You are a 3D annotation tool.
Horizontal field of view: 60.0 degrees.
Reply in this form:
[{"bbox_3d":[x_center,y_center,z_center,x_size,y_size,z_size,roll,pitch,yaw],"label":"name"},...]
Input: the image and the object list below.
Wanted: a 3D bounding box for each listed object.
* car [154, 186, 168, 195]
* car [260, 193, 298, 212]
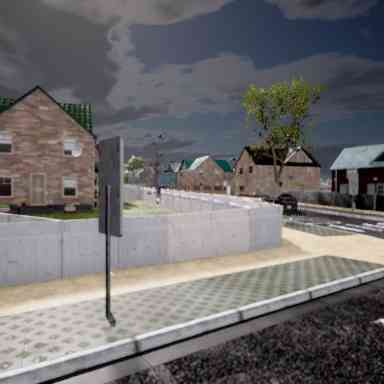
[{"bbox_3d":[-5.298,-0.329,57.561,1.882,1.535,5.008,0,2,-19],"label":"car"},{"bbox_3d":[7.144,0.820,27.790,1.837,1.490,4.892,2,2,-7],"label":"car"}]
